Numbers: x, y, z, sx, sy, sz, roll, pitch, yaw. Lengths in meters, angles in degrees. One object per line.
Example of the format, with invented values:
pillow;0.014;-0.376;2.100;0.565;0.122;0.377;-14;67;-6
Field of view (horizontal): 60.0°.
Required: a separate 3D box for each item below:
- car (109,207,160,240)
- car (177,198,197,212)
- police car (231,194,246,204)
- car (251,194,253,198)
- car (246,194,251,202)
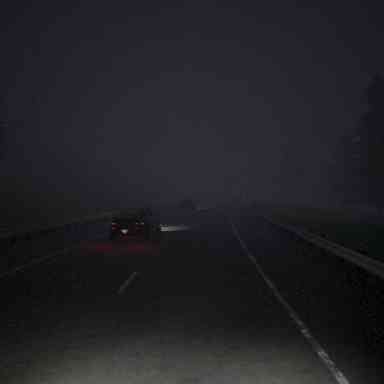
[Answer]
car;-2.780;1.498;16.722;1.812;1.442;4.674;0;0;4
car;-0.495;1.434;38.876;2.128;1.511;4.902;0;0;8
police car;8.611;1.340;63.380;1.930;1.638;5.238;0;0;13
car;12.612;1.401;78.393;1.837;1.490;4.892;0;0;17
car;10.995;1.254;72.720;2.097;1.767;4.553;0;0;15
